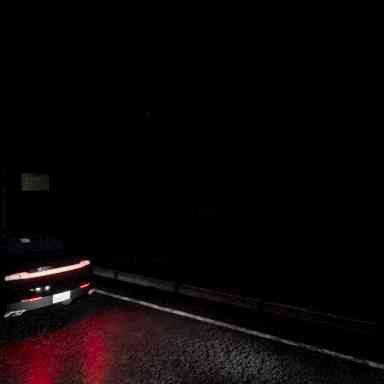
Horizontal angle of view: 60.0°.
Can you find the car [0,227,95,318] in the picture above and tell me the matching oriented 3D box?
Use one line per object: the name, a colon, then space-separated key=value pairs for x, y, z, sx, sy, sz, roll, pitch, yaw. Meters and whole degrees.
car: x=-4.056 y=1.492 z=6.864 sx=4.902 sy=1.511 sz=2.128 roll=0 pitch=0 yaw=37
